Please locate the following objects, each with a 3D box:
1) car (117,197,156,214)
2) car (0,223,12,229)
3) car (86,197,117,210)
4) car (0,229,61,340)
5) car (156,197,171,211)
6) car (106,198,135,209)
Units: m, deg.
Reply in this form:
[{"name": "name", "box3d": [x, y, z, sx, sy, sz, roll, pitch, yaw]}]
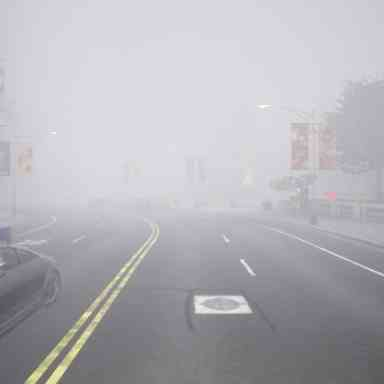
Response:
[{"name": "car", "box3d": [-6.048, 1.348, 36.045, 2.097, 1.767, 4.553, 0, 0, -31]}, {"name": "car", "box3d": [-7.222, 1.476, 9.667, 1.882, 1.535, 5.008, 0, 0, -1]}, {"name": "car", "box3d": [-12.280, 1.500, 44.070, 4.892, 1.490, 1.837, 0, 0, 44]}, {"name": "car", "box3d": [-3.670, 1.564, 5.186, 1.994, 1.385, 4.181, 0, 0, -1]}, {"name": "car", "box3d": [-4.375, 1.347, 39.644, 2.097, 1.767, 4.553, 0, 0, -32]}, {"name": "car", "box3d": [-10.018, 1.558, 46.608, 4.181, 1.385, 1.994, 0, 0, 45]}]
